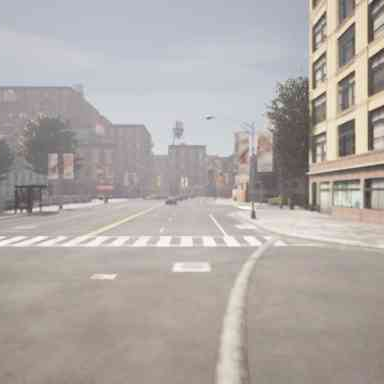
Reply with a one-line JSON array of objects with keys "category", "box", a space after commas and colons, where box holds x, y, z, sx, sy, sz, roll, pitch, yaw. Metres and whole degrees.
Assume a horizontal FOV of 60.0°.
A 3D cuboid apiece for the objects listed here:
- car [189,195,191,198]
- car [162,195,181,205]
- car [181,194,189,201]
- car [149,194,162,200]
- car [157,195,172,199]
[{"category": "car", "box": [-2.831, 1.377, 89.945, 2.033, 1.411, 5.357, 0, 0, 21]}, {"category": "car", "box": [-3.493, 1.446, 56.404, 2.033, 1.411, 5.357, 0, 0, 0]}, {"category": "car", "box": [-2.864, 1.400, 77.592, 2.033, 1.411, 5.357, 0, 0, 10]}, {"category": "car", "box": [-9.900, 1.357, 89.948, 2.002, 1.452, 4.674, 0, 0, 20]}, {"category": "car", "box": [-7.736, 1.423, 95.255, 1.895, 1.301, 4.718, 0, 0, 30]}]
